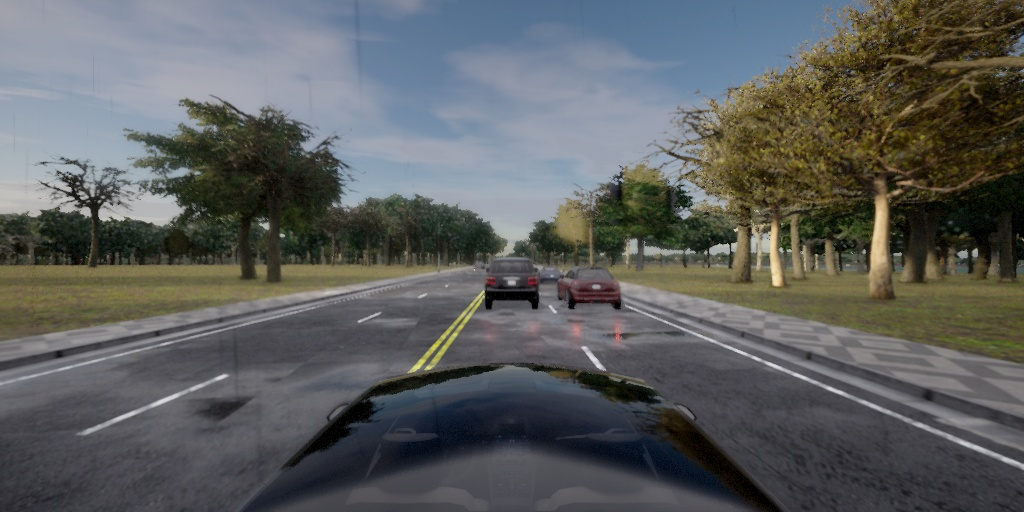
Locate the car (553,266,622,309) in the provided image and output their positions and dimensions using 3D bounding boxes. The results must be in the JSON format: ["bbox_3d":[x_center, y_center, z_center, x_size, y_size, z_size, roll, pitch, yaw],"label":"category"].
[{"bbox_3d":[3.250,1.238,15.928,2.097,1.767,4.553,0,-1,0],"label":"car"}]

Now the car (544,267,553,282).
[{"bbox_3d":[3.248,1.610,31.155,1.994,1.385,4.181,0,-1,0],"label":"car"}]

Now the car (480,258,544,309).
[{"bbox_3d":[-0.003,1.104,15.886,2.150,2.045,5.566,0,0,0],"label":"car"}]
